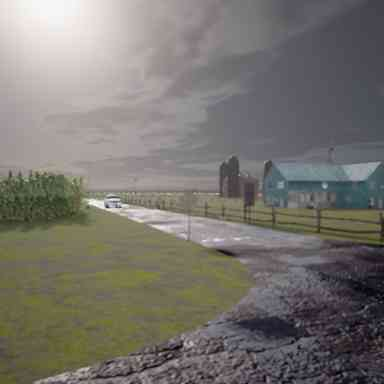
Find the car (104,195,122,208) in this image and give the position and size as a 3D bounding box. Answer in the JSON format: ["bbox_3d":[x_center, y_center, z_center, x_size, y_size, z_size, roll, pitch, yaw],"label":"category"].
[{"bbox_3d":[-12.852,1.527,53.927,2.150,2.045,5.566,0,0,-21],"label":"car"}]
